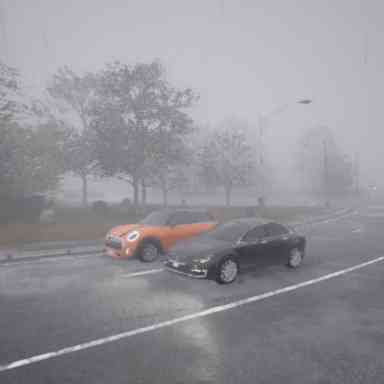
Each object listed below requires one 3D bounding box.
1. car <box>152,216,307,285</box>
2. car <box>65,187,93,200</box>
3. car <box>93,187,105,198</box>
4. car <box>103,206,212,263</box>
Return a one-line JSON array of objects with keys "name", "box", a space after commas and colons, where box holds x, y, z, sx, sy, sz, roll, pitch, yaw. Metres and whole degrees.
[{"name": "car", "box": [1.474, 1.571, 9.801, 4.892, 1.490, 1.837, 1, 0, -39]}, {"name": "car", "box": [-20.798, 0.393, 60.081, 4.553, 1.767, 2.097, 2, 4, 27]}, {"name": "car", "box": [-19.133, 0.122, 63.149, 5.566, 2.045, 2.150, 2, 4, 27]}, {"name": "car", "box": [-0.922, 1.431, 12.369, 4.553, 1.767, 2.097, 1, -1, -40]}]
